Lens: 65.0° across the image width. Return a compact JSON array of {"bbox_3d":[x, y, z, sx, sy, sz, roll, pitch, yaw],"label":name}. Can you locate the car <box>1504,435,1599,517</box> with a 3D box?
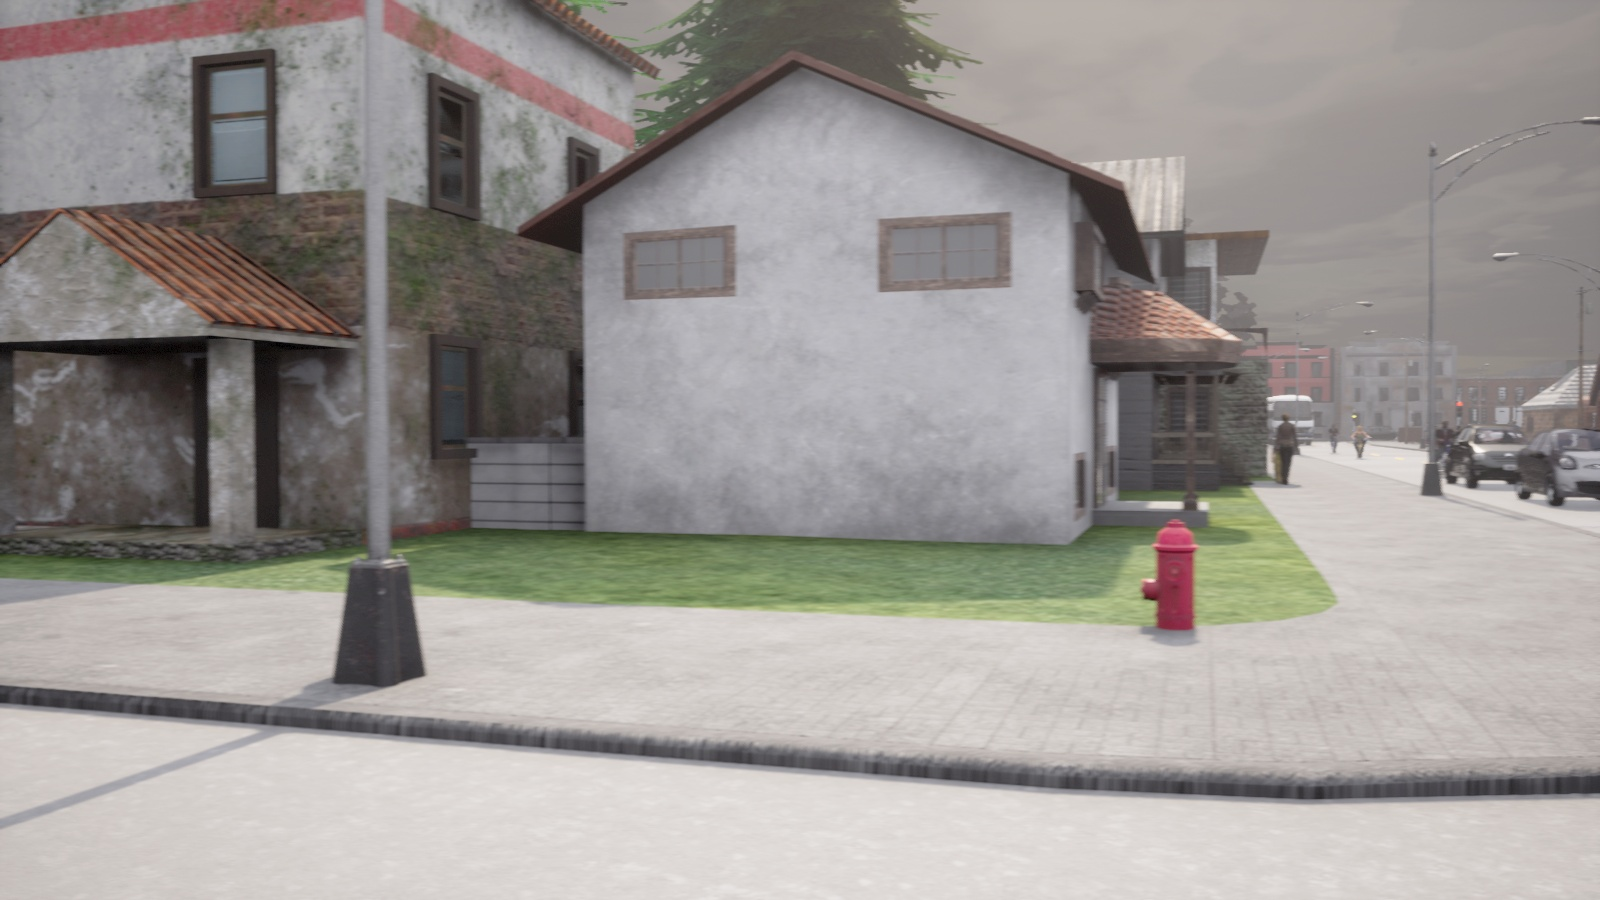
[{"bbox_3d":[15.547,0.465,25.134,1.845,1.501,3.633,1,1,18],"label":"car"}]

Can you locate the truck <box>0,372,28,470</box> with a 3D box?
[{"bbox_3d":[-30.696,-1.005,42.353,2.891,3.462,7.936,1,1,18],"label":"truck"}]

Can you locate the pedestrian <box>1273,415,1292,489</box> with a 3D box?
[{"bbox_3d":[12.193,0.034,31.712,0.331,1.846,0.634,1,1,30],"label":"pedestrian"}]

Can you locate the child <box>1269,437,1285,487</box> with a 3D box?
[{"bbox_3d":[12.311,0.303,32.407,0.270,1.263,0.437,1,1,32],"label":"child"}]

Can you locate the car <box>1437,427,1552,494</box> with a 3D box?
[{"bbox_3d":[17.950,0.229,32.640,1.851,1.617,3.988,1,1,18],"label":"car"}]
